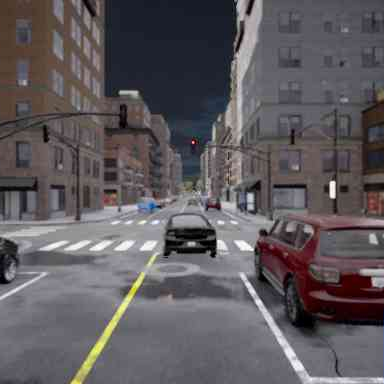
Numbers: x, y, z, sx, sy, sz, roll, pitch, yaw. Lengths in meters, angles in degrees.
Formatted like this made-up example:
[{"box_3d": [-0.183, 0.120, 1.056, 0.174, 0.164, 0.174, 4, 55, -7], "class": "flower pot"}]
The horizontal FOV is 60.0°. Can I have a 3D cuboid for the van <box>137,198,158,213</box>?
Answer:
[{"box_3d": [-5.337, 1.555, 39.016, 1.690, 1.788, 3.998, 0, 0, 0], "class": "van"}]

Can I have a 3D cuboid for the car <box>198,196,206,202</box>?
[{"box_3d": [2.833, 1.943, 93.063, 1.967, 1.590, 4.097, 0, 0, 0], "class": "car"}]

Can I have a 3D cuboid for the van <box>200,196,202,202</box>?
[{"box_3d": [2.802, 1.672, 60.627, 1.690, 1.788, 3.998, 0, 0, 0], "class": "van"}]

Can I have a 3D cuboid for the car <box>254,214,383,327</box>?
[{"box_3d": [2.648, 1.355, 7.038, 2.192, 1.841, 5.009, 0, 0, 0], "class": "car"}]

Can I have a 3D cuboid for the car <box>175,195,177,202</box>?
[{"box_3d": [-5.255, 1.968, 76.858, 2.008, 1.369, 4.403, 0, 0, 0], "class": "car"}]

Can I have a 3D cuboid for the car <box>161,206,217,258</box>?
[{"box_3d": [-0.214, 1.552, 13.280, 1.882, 1.535, 5.008, 0, 0, -5], "class": "car"}]

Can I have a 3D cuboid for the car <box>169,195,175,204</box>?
[{"box_3d": [-5.267, 1.913, 71.283, 1.752, 1.417, 4.829, 0, 0, 0], "class": "car"}]

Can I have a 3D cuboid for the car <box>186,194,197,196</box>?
[{"box_3d": [0.138, 1.713, 74.216, 1.882, 1.535, 5.008, 0, 0, 0], "class": "car"}]

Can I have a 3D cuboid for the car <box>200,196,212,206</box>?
[{"box_3d": [2.807, 1.674, 66.033, 2.192, 1.841, 5.009, 0, 0, 0], "class": "car"}]

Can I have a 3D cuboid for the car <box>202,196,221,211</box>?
[{"box_3d": [2.786, 1.558, 44.408, 2.192, 1.841, 5.009, 0, 0, 0], "class": "car"}]

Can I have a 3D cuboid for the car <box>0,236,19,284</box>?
[{"box_3d": [-5.377, 1.606, 7.051, 1.947, 1.339, 4.313, 0, 0, 0], "class": "car"}]

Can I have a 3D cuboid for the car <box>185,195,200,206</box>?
[{"box_3d": [0.162, 1.836, 63.150, 2.128, 1.511, 4.902, 0, 0, 1], "class": "car"}]

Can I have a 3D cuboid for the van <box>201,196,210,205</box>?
[{"box_3d": [2.812, 1.729, 71.439, 1.690, 1.788, 3.998, 0, 0, 0], "class": "van"}]

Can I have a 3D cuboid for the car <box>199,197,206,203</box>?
[{"box_3d": [2.828, 2.001, 87.827, 1.752, 1.417, 4.829, 0, 0, 0], "class": "car"}]

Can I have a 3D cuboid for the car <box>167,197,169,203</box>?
[{"box_3d": [-5.302, 1.846, 55.233, 1.887, 1.381, 4.507, 0, 0, 0], "class": "car"}]

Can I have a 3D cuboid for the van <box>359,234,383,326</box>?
[{"box_3d": [2.637, 1.351, 1.526, 1.690, 1.788, 3.998, 0, 0, 0], "class": "van"}]

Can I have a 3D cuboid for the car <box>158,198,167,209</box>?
[{"box_3d": [-5.313, 1.838, 49.827, 1.947, 1.339, 4.313, 0, 0, 0], "class": "car"}]
